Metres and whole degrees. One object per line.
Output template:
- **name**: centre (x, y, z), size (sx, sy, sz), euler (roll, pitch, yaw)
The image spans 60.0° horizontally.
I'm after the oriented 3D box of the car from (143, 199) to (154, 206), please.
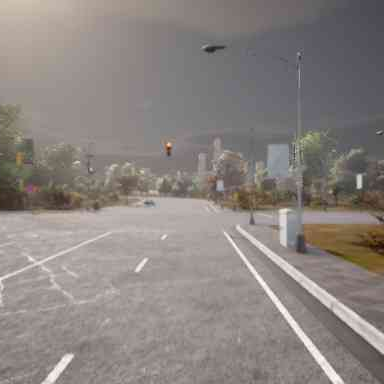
- **car**: centre (-9.409, 2.235, 72.922), size (1.994, 1.385, 4.181), euler (0, 0, 1)
